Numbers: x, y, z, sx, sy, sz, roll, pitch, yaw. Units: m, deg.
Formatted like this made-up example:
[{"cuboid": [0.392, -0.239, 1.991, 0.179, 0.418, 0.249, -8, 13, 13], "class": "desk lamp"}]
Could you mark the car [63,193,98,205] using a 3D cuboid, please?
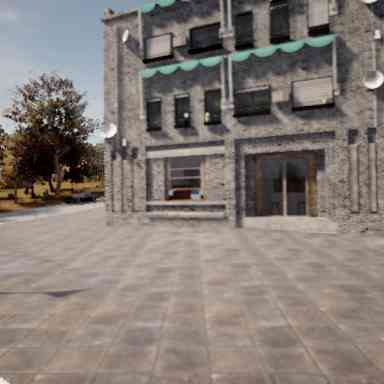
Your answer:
[{"cuboid": [-13.918, 0.795, 41.724, 1.895, 1.301, 4.718, -1, 5, 21], "class": "car"}]
